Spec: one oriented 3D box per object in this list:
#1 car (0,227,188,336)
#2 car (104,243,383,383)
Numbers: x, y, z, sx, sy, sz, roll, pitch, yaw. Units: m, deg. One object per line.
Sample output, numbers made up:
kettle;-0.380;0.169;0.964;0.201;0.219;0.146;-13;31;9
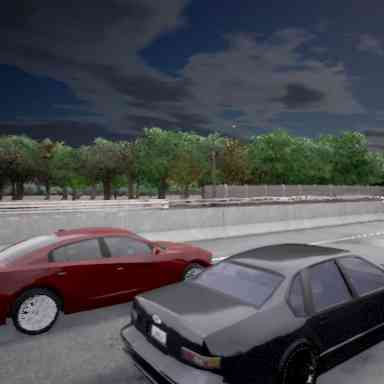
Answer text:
car;-1.784;1.462;6.771;5.008;1.535;1.882;0;0;-35
car;1.690;1.520;4.947;5.357;1.411;2.033;0;0;-35
